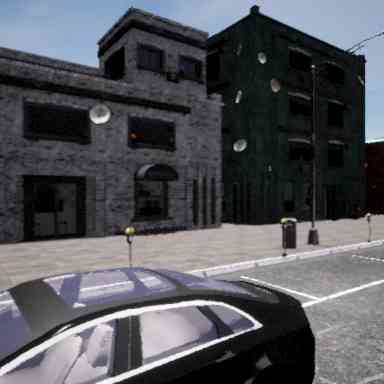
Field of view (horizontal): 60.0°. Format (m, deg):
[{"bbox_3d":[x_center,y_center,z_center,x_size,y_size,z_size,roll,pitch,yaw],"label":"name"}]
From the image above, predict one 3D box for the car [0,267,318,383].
[{"bbox_3d":[-1.019,1.495,2.649,4.902,1.511,2.128,0,0,-35],"label":"car"}]
